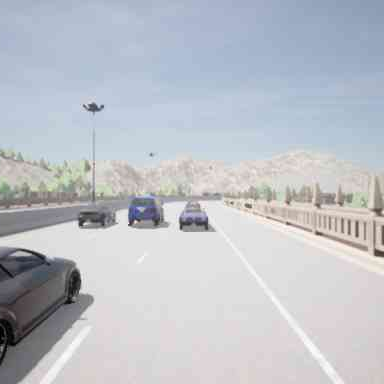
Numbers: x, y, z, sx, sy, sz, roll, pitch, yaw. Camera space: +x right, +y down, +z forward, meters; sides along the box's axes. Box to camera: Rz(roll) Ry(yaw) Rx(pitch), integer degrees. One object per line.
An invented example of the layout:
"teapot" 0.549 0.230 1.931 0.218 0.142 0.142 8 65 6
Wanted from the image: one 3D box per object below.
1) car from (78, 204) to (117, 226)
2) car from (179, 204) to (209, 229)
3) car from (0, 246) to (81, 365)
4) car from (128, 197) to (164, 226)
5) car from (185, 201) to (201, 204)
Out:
"car" -6.888 1.653 24.478 1.837 1.490 4.892 0 0 0
"car" 0.111 1.738 22.723 1.895 1.301 4.718 0 0 0
"car" -3.397 1.598 5.574 1.994 1.385 4.181 0 0 0
"car" -3.387 1.373 25.110 2.150 2.045 5.566 0 0 0
"car" 0.123 1.805 40.049 1.994 1.385 4.181 0 0 0
